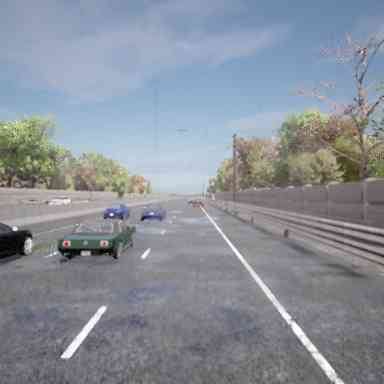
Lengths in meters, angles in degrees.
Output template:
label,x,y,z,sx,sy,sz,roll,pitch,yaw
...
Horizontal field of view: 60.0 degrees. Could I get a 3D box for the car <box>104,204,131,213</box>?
label,x,y,z,sx,sy,sz,roll,pitch,yaw
car,-6.911,1.796,30.921,1.812,1.442,4.674,0,-1,0

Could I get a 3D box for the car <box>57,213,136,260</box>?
label,x,y,z,sx,sy,sz,roll,pitch,yaw
car,-3.405,1.710,12.929,1.895,1.301,4.718,0,0,0

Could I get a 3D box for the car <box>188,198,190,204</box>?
label,x,y,z,sx,sy,sz,roll,pitch,yaw
car,-0.027,2.385,84.549,1.895,1.301,4.718,0,-1,0

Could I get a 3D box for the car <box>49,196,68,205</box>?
label,x,y,z,sx,sy,sz,roll,pitch,yaw
car,-24.522,1.780,62.102,2.150,2.045,5.566,0,0,0

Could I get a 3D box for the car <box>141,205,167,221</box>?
label,x,y,z,sx,sy,sz,roll,pitch,yaw
car,-3.412,1.830,30.391,1.994,1.385,4.181,0,-1,0

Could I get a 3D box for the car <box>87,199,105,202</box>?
label,x,y,z,sx,sy,sz,roll,pitch,yaw
car,-17.533,2.068,62.852,2.128,1.511,4.902,0,-1,0

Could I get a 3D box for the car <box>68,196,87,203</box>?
label,x,y,z,sx,sy,sz,roll,pitch,yaw
car,-21.026,1.919,62.681,2.097,1.767,4.553,0,-1,0

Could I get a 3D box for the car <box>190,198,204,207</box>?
label,x,y,z,sx,sy,sz,roll,pitch,yaw
car,1.202,1.953,65.724,2.097,1.767,4.553,0,-1,0

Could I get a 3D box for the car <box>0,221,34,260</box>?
label,x,y,z,sx,sy,sz,roll,pitch,yaw
car,-6.906,1.566,10.578,1.882,1.535,5.008,0,0,0
